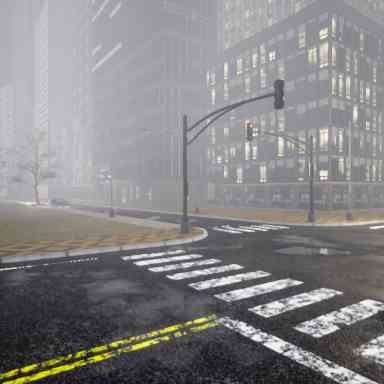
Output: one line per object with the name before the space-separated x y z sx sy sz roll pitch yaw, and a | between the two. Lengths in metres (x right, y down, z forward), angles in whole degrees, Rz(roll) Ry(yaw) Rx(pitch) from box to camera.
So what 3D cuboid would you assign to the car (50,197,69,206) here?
car | -21.662 1.557 54.256 2.033 1.411 5.357 0 0 -35
